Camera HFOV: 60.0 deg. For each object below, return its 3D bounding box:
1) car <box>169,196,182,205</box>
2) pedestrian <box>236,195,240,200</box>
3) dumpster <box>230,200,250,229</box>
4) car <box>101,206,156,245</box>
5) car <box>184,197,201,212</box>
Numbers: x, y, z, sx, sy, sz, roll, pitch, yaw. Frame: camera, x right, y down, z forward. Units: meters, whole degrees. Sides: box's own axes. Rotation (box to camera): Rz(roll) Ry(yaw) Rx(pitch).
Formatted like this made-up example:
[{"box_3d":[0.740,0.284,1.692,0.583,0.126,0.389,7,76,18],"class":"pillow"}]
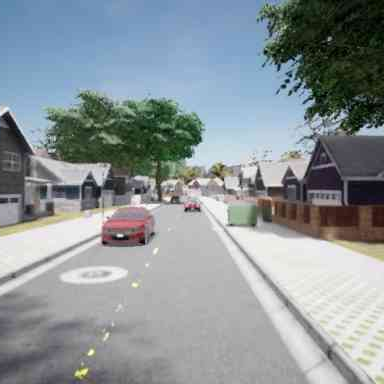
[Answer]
[{"box_3d":[-2.795,1.384,56.724,1.837,1.490,4.892,0,0,1],"class":"car"},{"box_3d":[3.013,1.107,22.117,0.375,1.860,0.375,0,1,-10],"class":"pedestrian"},{"box_3d":[3.018,1.363,21.109,1.020,1.700,1.940,0,0,0],"class":"dumpster"},{"box_3d":[-2.848,1.455,15.671,1.882,1.535,5.008,0,0,0],"class":"car"},{"box_3d":[0.072,1.529,37.824,1.895,1.301,4.718,0,0,0],"class":"car"}]
